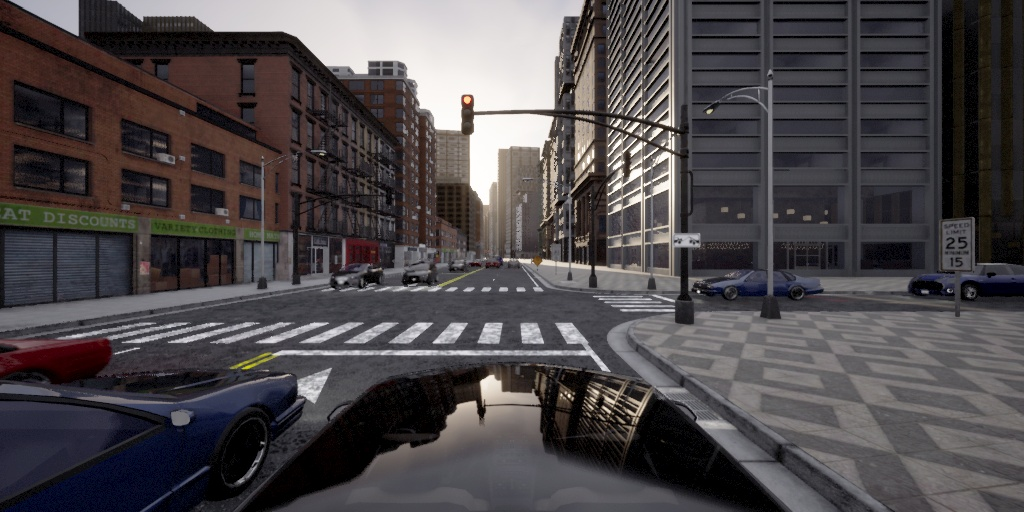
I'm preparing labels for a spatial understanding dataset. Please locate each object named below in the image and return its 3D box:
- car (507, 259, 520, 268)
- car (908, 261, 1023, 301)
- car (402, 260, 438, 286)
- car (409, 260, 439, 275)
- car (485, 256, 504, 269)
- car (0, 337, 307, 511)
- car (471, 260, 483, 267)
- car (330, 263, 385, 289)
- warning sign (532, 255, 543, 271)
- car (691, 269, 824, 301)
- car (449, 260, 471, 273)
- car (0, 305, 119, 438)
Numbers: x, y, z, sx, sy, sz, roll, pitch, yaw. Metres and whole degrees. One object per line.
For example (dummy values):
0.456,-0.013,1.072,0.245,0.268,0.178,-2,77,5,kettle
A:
0.297,1.209,58.381,2.128,1.511,4.902,0,0,0,car
21.785,1.121,16.941,4.553,1.767,2.097,0,0,1,car
-6.382,1.252,25.226,1.837,1.490,4.892,0,0,-4,car
-9.719,1.226,40.014,2.128,1.511,4.902,0,0,0,car
-2.991,1.071,57.634,2.097,1.767,4.553,0,0,3,car
-3.150,1.297,1.392,2.033,1.411,5.357,0,0,0,car
-6.290,1.327,63.670,1.895,1.301,4.718,0,0,0,car
-9.778,1.239,22.971,2.128,1.511,4.902,0,0,0,car
2.988,0.848,42.157,1.300,1.860,1.060,0,0,0,warning sign
11.523,1.310,17.017,5.357,1.411,2.033,0,0,1,car
-6.455,1.236,43.496,1.837,1.490,4.892,0,0,0,car
-6.596,1.351,2.790,1.895,1.301,4.718,0,0,0,car
